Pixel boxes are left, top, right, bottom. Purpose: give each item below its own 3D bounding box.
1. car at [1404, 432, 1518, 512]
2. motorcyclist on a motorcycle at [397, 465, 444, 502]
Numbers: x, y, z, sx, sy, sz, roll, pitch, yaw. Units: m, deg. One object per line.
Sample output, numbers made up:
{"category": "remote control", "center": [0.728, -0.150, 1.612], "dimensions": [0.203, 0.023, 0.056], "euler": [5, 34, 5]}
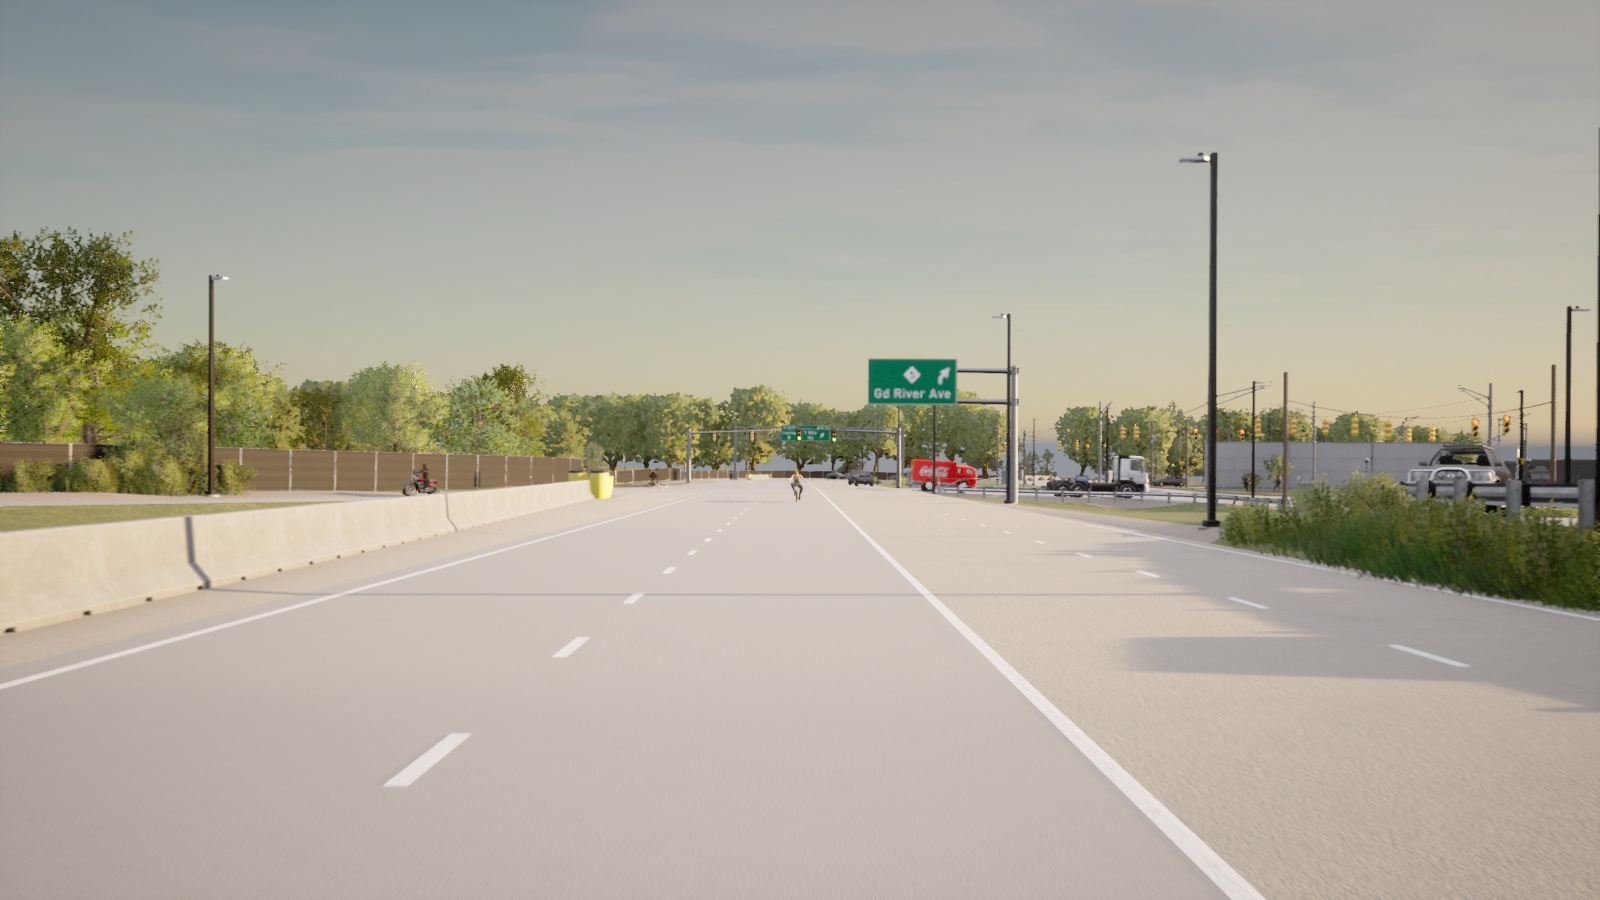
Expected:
{"category": "car", "center": [16.606, 0.611, 31.436], "dimensions": [1.932, 1.855, 4.605], "euler": [-1, -3, 35]}
{"category": "motorcyclist on a motorcycle", "center": [-17.489, 1.544, 57.909], "dimensions": [0.766, 1.649, 2.350], "euler": [0, -1, 22]}
